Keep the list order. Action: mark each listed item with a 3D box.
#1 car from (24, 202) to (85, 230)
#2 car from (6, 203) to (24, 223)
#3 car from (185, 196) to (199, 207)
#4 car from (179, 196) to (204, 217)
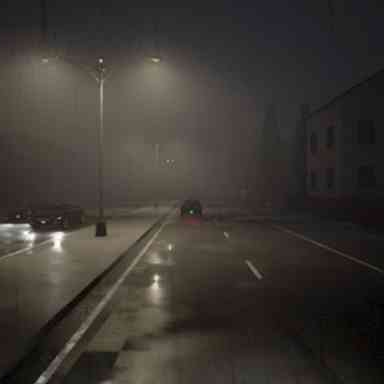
[{"bbox_3d":[-8.041,1.388,20.413,1.837,1.490,4.892,0,0,0],"label":"car"},{"bbox_3d":[-11.628,1.421,24.138,1.994,1.385,4.181,0,0,-1],"label":"car"},{"bbox_3d":[-0.014,1.256,45.214,1.812,1.442,4.674,0,0,0],"label":"car"},{"bbox_3d":[-0.026,1.331,29.296,1.837,1.490,4.892,0,1,0],"label":"car"}]
